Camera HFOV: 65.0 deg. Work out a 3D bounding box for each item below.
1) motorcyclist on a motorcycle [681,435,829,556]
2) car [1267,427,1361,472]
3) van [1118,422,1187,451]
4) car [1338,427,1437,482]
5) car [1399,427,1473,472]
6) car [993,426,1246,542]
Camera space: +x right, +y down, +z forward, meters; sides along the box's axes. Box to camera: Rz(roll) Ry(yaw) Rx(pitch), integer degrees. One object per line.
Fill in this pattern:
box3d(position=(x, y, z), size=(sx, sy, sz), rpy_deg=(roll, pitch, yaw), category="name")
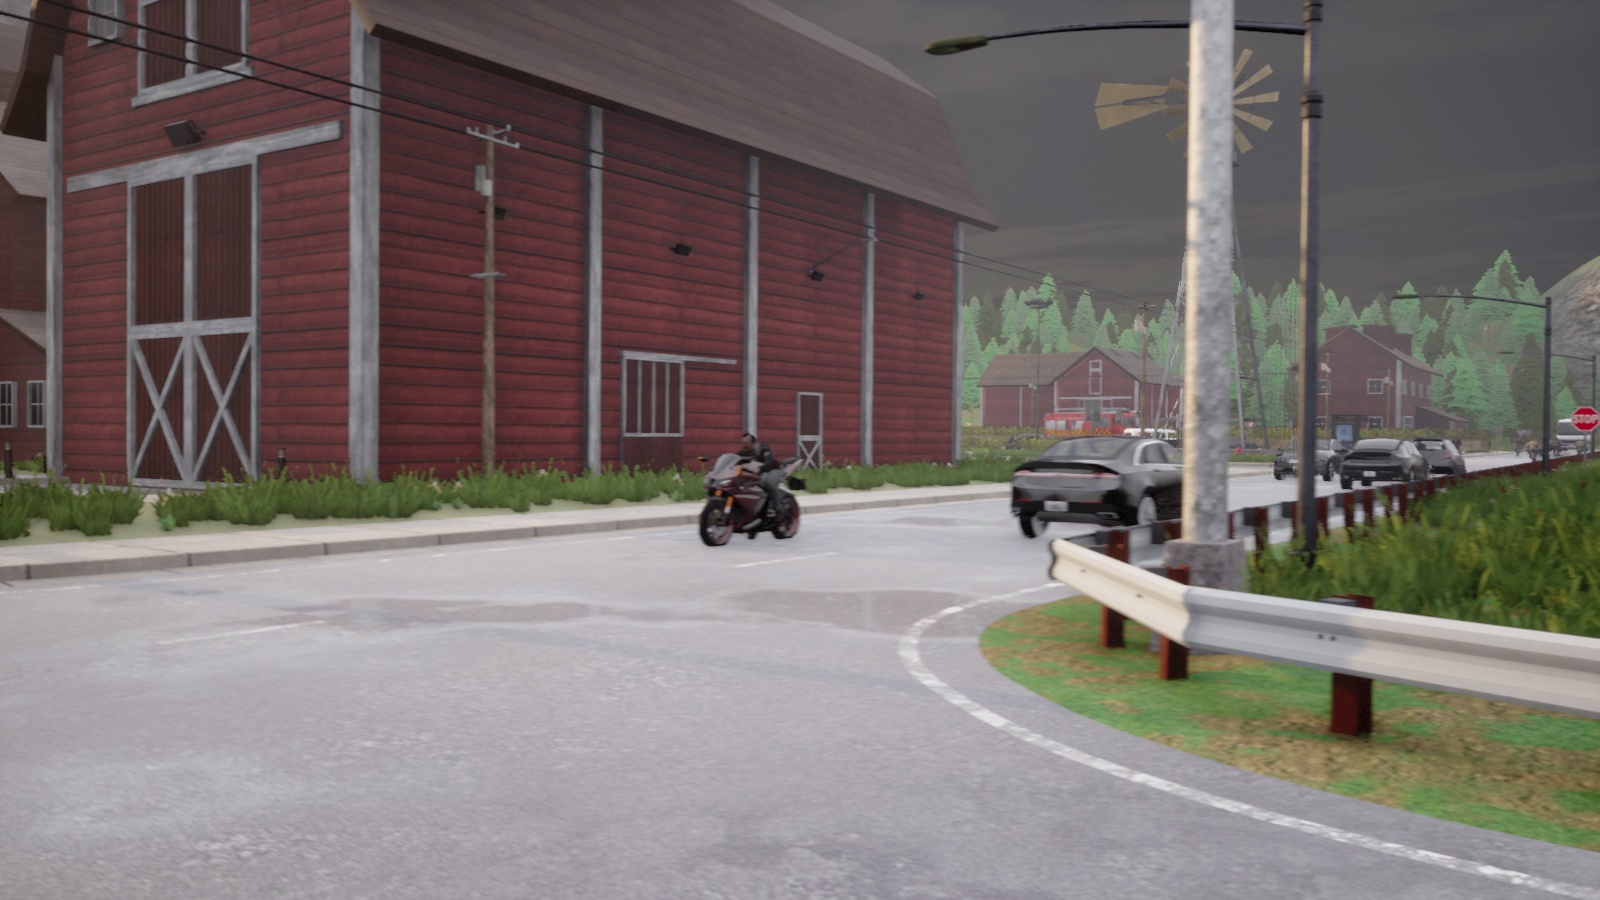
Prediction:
box3d(position=(-0.576, 0.563, 17.151), size=(0.866, 1.530, 2.191), rpy_deg=(0, 1, 35), category="motorcyclist on a motorcycle")
box3d(position=(18.071, -0.055, 44.022), size=(2.128, 1.511, 4.902), rpy_deg=(0, 1, 34), category="car")
box3d(position=(25.548, -0.998, 90.988), size=(4.480, 2.038, 2.069), rpy_deg=(-1, 2, -19), category="van")
box3d(position=(17.236, 0.101, 36.718), size=(1.837, 1.490, 4.892), rpy_deg=(0, 1, 35), category="car")
box3d(position=(22.459, -0.041, 44.259), size=(1.845, 1.501, 3.633), rpy_deg=(0, 1, 35), category="car")
box3d(position=(4.975, 0.408, 19.014), size=(2.128, 1.511, 4.902), rpy_deg=(0, 1, 35), category="car")
